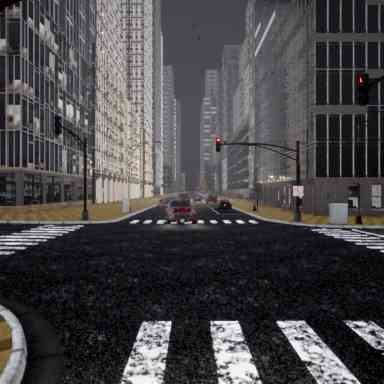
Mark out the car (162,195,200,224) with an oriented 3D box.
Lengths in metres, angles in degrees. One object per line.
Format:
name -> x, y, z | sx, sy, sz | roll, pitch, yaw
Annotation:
car -> -0.960, 1.371, 25.290 | 2.097, 1.767, 4.553 | 0, 0, -8

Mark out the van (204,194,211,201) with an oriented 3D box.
van -> 3.742, 1.321, 80.478 | 1.690, 1.788, 3.998 | 0, 0, 0

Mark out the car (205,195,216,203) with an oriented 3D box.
car -> 3.785, 1.432, 69.423 | 1.967, 1.590, 4.097 | 0, 0, 0

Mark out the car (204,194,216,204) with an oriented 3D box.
car -> 3.807, 1.313, 63.894 | 2.192, 1.841, 5.009 | 0, 0, 0

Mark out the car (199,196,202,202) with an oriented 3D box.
car -> 1.218, 1.529, 72.899 | 2.033, 1.411, 5.357 | 0, 0, 0

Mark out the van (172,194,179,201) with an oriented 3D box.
van -> -4.159, 1.315, 85.975 | 1.690, 1.788, 3.998 | 0, 0, 0

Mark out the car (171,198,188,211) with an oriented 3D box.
car -> -1.528, 1.560, 43.138 | 2.033, 1.411, 5.357 | 0, 0, 0

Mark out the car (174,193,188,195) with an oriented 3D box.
car -> -1.555, 1.224, 61.302 | 2.150, 2.045, 5.566 | 0, 0, 0

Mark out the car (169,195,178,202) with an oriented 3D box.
car -> -4.116, 1.426, 74.920 | 1.967, 1.590, 4.097 | 0, 0, 0

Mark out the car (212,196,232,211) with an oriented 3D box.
car -> 3.941, 1.579, 41.786 | 1.947, 1.339, 4.313 | 0, 0, 0

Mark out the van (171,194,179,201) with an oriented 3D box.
van -> -4.138, 1.321, 80.447 | 1.690, 1.788, 3.998 | 0, 0, 0

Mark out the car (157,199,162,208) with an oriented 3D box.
car -> -4.010, 1.593, 47.281 | 1.802, 1.307, 4.206 | 0, 0, 0
